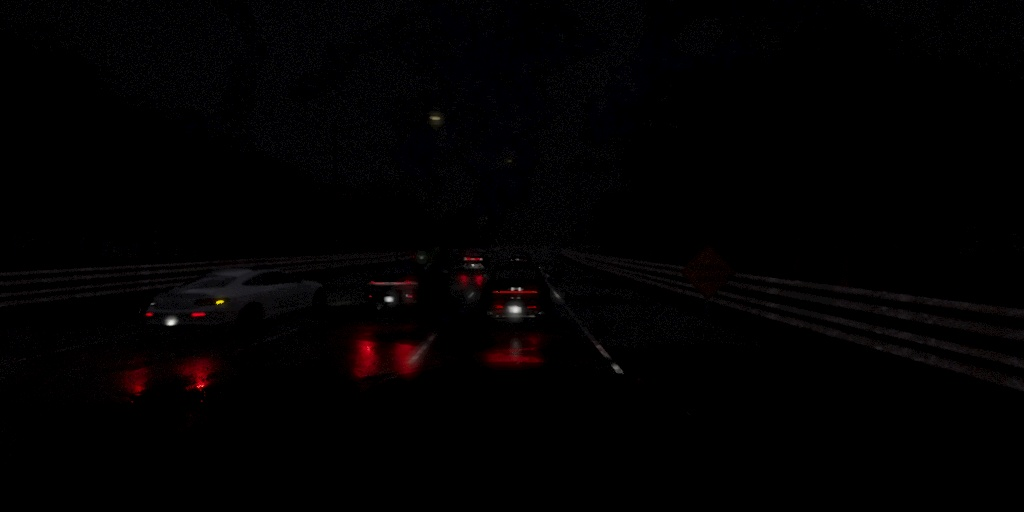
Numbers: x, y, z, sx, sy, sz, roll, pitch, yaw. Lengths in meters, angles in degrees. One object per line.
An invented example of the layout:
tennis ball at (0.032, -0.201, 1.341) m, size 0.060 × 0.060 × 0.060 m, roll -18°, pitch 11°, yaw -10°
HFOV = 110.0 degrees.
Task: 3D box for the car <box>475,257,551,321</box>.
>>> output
car at (0.132, 0.963, 11.010) m, size 1.837 × 1.490 × 4.892 m, roll 0°, pitch 2°, yaw 1°

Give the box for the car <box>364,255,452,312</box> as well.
car at (-3.344, 0.909, 12.337) m, size 2.128 × 1.511 × 4.902 m, roll 0°, pitch 2°, yaw 1°

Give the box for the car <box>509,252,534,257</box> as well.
car at (0.749, 0.401, 29.340) m, size 1.837 × 1.490 × 4.892 m, roll 0°, pitch 2°, yaw 3°

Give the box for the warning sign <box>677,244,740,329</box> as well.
warning sign at (4.550, 0.653, 8.391) m, size 1.300 × 1.860 × 1.060 m, roll 0°, pitch 0°, yaw 0°

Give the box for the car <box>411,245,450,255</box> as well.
car at (-6.322, 0.150, 28.290) m, size 2.150 × 2.045 × 5.566 m, roll 0°, pitch 2°, yaw 3°

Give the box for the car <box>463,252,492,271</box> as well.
car at (-2.768, 0.395, 29.139) m, size 2.128 × 1.511 × 4.902 m, roll 0°, pitch 2°, yaw 3°

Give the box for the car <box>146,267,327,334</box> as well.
car at (-6.892, 1.028, 9.595) m, size 1.812 × 1.442 × 4.674 m, roll 0°, pitch 2°, yaw 1°
